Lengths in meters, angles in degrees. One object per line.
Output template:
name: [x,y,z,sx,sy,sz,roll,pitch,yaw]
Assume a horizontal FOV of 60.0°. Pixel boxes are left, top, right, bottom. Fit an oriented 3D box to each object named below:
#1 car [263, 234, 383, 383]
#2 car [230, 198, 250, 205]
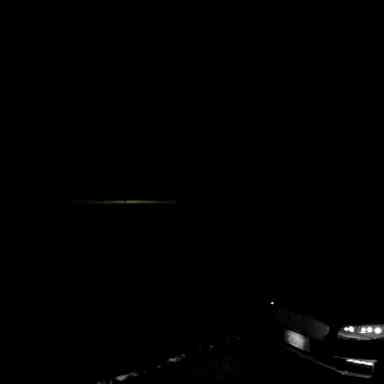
car: [3.236,1.499,5.384,4.902,1.511,2.128,0,0,-36]
car: [10.376,1.958,72.002,1.882,1.535,5.008,1,-1,-40]
